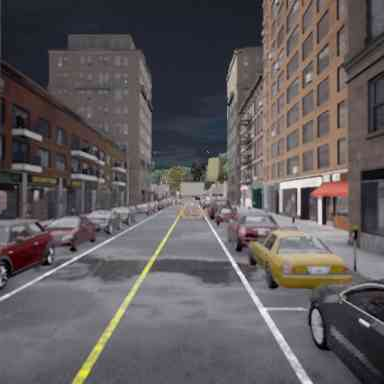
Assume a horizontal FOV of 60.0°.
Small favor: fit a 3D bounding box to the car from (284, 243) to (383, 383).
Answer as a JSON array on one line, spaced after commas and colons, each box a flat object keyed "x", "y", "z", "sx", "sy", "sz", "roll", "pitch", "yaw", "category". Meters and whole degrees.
[{"x": 2.638, "y": 1.585, "z": 3.544, "sx": 2.008, "sy": 1.369, "sz": 4.403, "roll": 0, "pitch": -1, "yaw": 0, "category": "car"}]

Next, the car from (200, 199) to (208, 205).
[{"x": 2.656, "y": 2.304, "z": 75.279, "sx": 1.802, "sy": 1.307, "sz": 4.206, "roll": 0, "pitch": -1, "yaw": 0, "category": "car"}]

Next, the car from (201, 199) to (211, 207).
[{"x": 2.653, "y": 2.137, "z": 64.414, "sx": 1.752, "sy": 1.417, "sz": 4.829, "roll": 0, "pitch": -1, "yaw": 0, "category": "car"}]

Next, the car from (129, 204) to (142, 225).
[{"x": -5.381, "y": 1.793, "z": 25.612, "sx": 2.008, "sy": 1.369, "sz": 4.403, "roll": 0, "pitch": -1, "yaw": 0, "category": "car"}]

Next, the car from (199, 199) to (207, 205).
[{"x": 2.657, "y": 2.344, "z": 80.797, "sx": 1.947, "sy": 1.339, "sz": 4.313, "roll": 0, "pitch": -1, "yaw": 0, "category": "car"}]

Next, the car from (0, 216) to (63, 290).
[{"x": -5.385, "y": 1.527, "z": 9.057, "sx": 1.967, "sy": 1.590, "sz": 4.097, "roll": 0, "pitch": -1, "yaw": 0, "category": "car"}]

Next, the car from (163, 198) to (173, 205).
[{"x": -5.369, "y": 2.163, "z": 75.280, "sx": 1.967, "sy": 1.590, "sz": 4.097, "roll": 0, "pitch": -1, "yaw": 0, "category": "car"}]

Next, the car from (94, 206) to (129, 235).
[{"x": -5.382, "y": 1.741, "z": 20.093, "sx": 2.008, "sy": 1.369, "sz": 4.403, "roll": 0, "pitch": -1, "yaw": 0, "category": "car"}]

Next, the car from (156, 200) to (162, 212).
[{"x": -5.377, "y": 1.949, "z": 42.168, "sx": 2.008, "sy": 1.369, "sz": 4.403, "roll": 0, "pitch": -1, "yaw": 0, "category": "car"}]

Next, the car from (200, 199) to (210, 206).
[{"x": 2.654, "y": 2.211, "z": 69.761, "sx": 1.887, "sy": 1.381, "sz": 4.507, "roll": 0, "pitch": -1, "yaw": 0, "category": "car"}]

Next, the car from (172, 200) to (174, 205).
[{"x": -5.371, "y": 2.190, "z": 69.590, "sx": 1.752, "sy": 1.417, "sz": 4.829, "roll": 0, "pitch": -1, "yaw": 0, "category": "car"}]

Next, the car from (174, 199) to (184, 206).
[{"x": -2.733, "y": 2.201, "z": 71.016, "sx": 1.812, "sy": 1.442, "sz": 4.674, "roll": 0, "pitch": -1, "yaw": 0, "category": "car"}]

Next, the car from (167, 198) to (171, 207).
[{"x": -5.373, "y": 2.106, "z": 58.723, "sx": 2.008, "sy": 1.369, "sz": 4.403, "roll": 0, "pitch": -1, "yaw": 0, "category": "car"}]

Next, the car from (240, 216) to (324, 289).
[{"x": 2.640, "y": 1.613, "z": 9.233, "sx": 1.752, "sy": 1.417, "sz": 4.829, "roll": 0, "pitch": -1, "yaw": 0, "category": "car"}]

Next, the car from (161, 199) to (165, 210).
[{"x": -5.376, "y": 1.994, "z": 47.687, "sx": 1.887, "sy": 1.381, "sz": 4.507, "roll": 0, "pitch": -1, "yaw": 0, "category": "car"}]

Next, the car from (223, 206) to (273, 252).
[{"x": 2.641, "y": 1.578, "z": 14.581, "sx": 1.967, "sy": 1.590, "sz": 4.097, "roll": 0, "pitch": -1, "yaw": 0, "category": "car"}]

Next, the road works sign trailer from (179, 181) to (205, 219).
[{"x": 0.008, "y": 0.762, "z": 31.513, "sx": 2.380, "sy": 3.560, "sz": 2.880, "roll": 0, "pitch": -1, "yaw": 0, "category": "road works sign trailer"}]

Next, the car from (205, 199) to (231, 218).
[{"x": 2.645, "y": 1.609, "z": 31.138, "sx": 2.192, "sy": 1.841, "sz": 5.009, "roll": 0, "pitch": -1, "yaw": 0, "category": "car"}]

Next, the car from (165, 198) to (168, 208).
[{"x": -5.374, "y": 2.068, "z": 53.205, "sx": 1.947, "sy": 1.339, "sz": 4.313, "roll": 0, "pitch": -1, "yaw": 0, "category": "car"}]

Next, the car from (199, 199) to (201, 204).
[{"x": 2.652, "y": 2.137, "z": 58.725, "sx": 1.802, "sy": 1.307, "sz": 4.206, "roll": 0, "pitch": -1, "yaw": 0, "category": "car"}]

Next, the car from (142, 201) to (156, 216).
[{"x": -5.378, "y": 1.928, "z": 36.649, "sx": 1.802, "sy": 1.307, "sz": 4.206, "roll": 0, "pitch": -1, "yaw": 0, "category": "car"}]

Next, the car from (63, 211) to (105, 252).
[{"x": -5.384, "y": 1.721, "z": 14.574, "sx": 1.802, "sy": 1.307, "sz": 4.206, "roll": 0, "pitch": -1, "yaw": 0, "category": "car"}]

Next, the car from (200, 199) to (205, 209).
[{"x": 2.651, "y": 2.084, "z": 53.207, "sx": 1.802, "sy": 1.307, "sz": 4.206, "roll": 0, "pitch": -1, "yaw": 0, "category": "car"}]

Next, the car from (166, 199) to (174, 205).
[{"x": -5.368, "y": 2.361, "z": 80.797, "sx": 1.802, "sy": 1.307, "sz": 4.206, "roll": 0, "pitch": -1, "yaw": 0, "category": "car"}]

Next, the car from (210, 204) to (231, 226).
[{"x": 2.644, "y": 1.824, "z": 25.617, "sx": 1.802, "sy": 1.307, "sz": 4.206, "roll": 0, "pitch": -1, "yaw": 0, "category": "car"}]
